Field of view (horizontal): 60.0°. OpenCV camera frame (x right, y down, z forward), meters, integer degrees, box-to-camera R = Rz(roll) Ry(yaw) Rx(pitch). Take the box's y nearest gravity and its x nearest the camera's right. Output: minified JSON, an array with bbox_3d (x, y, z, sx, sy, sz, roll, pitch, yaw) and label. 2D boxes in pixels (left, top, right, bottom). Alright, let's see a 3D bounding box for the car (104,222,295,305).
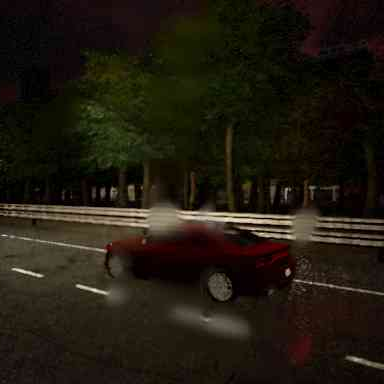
[{"bbox_3d":[-0.065,1.496,8.217,5.008,1.535,1.882,0,0,36],"label":"car"}]
